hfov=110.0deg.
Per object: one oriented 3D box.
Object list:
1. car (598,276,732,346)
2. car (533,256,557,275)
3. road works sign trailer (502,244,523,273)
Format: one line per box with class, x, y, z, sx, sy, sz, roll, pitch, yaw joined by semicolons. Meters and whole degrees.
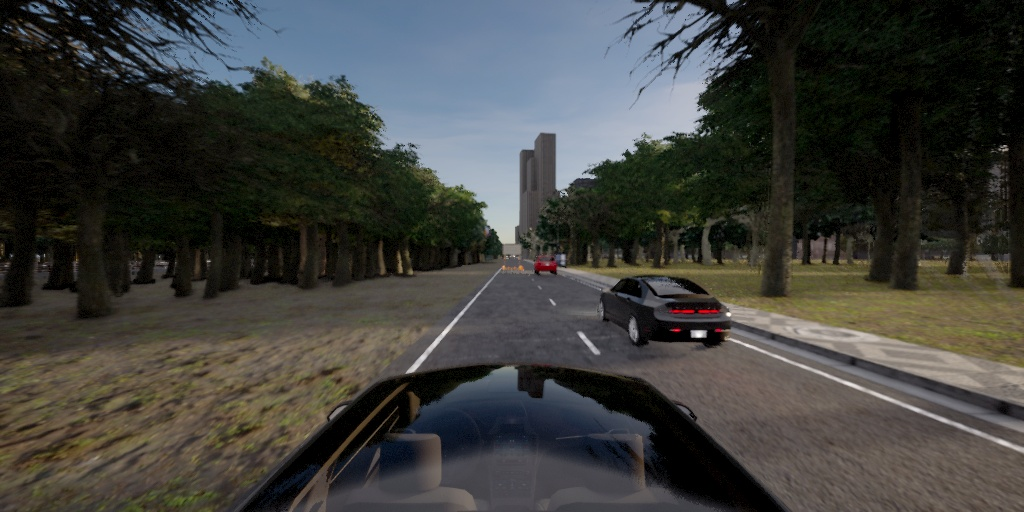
car;3.601;1.252;9.330;1.837;1.490;4.892;0;0;0
car;3.608;0.980;39.468;2.150;2.045;5.566;0;0;0
road works sign trailer;0.008;0.227;43.498;2.380;3.560;2.880;0;0;0
